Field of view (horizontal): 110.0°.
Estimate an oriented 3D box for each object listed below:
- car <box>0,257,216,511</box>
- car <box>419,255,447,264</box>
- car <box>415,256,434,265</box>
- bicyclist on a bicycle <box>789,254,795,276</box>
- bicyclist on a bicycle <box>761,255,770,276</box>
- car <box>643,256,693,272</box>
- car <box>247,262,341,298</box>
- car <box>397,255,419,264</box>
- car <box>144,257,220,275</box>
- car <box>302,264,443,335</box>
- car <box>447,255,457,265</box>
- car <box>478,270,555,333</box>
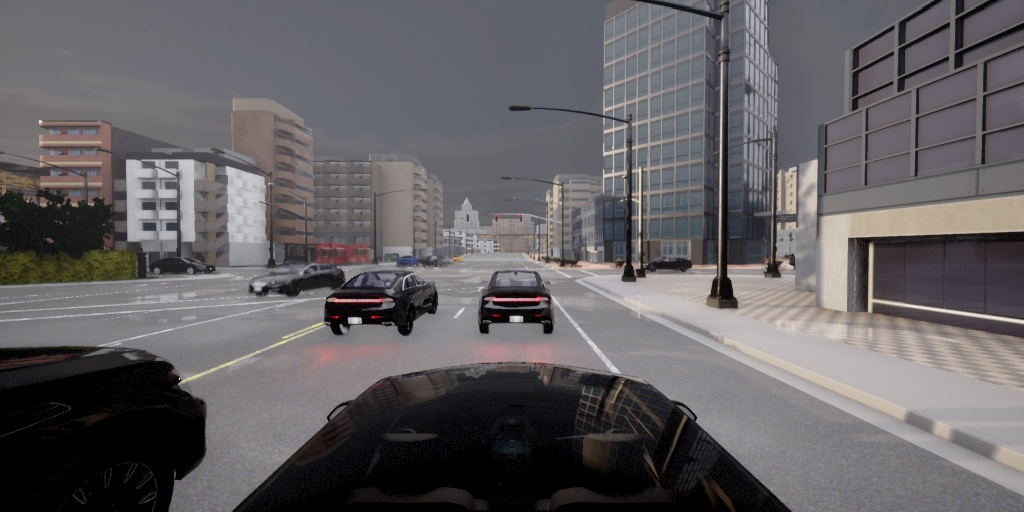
[{"bbox_3d":[-3.402,0.970,0.317,2.150,2.045,5.566,0,0,0],"label":"car"},{"bbox_3d":[-10.508,0.646,47.878,1.882,1.535,5.008,0,0,0],"label":"car"},{"bbox_3d":[-13.984,0.679,57.432,1.994,1.385,4.181,0,0,0],"label":"car"},{"bbox_3d":[21.134,0.655,26.656,1.656,1.620,0.582,-20,-6,-26],"label":"bicyclist on a bicycle"},{"bbox_3d":[19.195,0.718,26.861,1.656,1.620,0.582,-1,1,-23],"label":"bicyclist on a bicycle"},{"bbox_3d":[14.749,0.773,34.567,4.902,1.511,2.128,0,1,1],"label":"car"},{"bbox_3d":[-10.213,1.070,17.383,2.128,1.511,4.902,0,1,10],"label":"car"},{"bbox_3d":[-14.002,0.640,48.433,1.882,1.535,5.008,0,0,0],"label":"car"},{"bbox_3d":[-28.710,0.859,31.295,4.892,1.490,1.837,0,1,1],"label":"car"},{"bbox_3d":[-3.390,1.154,10.175,2.128,1.511,4.902,0,1,0],"label":"car"},{"bbox_3d":[-10.493,0.715,57.221,1.895,1.301,4.718,0,0,0],"label":"car"},{"bbox_3d":[0.113,1.153,10.369,2.128,1.511,4.902,0,1,0],"label":"car"}]
